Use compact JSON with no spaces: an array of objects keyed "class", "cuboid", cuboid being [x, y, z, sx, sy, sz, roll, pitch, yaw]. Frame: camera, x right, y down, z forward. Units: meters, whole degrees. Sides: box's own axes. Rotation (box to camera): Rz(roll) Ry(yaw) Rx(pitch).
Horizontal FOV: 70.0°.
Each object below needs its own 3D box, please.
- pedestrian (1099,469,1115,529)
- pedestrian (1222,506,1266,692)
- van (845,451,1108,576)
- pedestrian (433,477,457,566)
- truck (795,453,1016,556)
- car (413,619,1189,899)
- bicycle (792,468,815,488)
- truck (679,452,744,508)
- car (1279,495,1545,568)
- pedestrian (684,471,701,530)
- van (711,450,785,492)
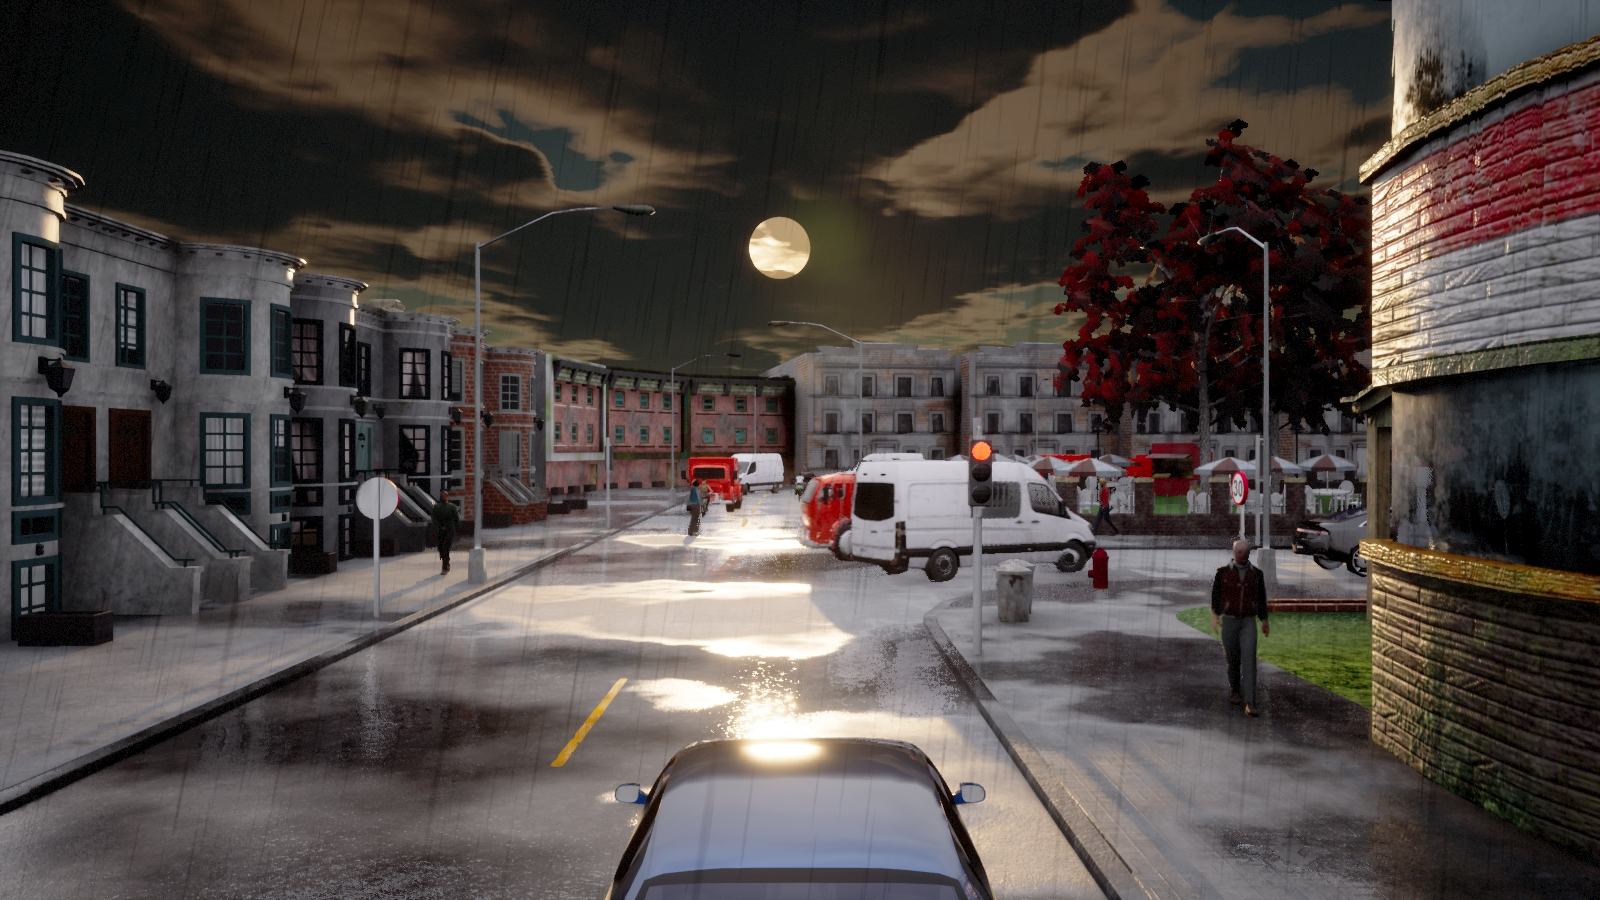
[{"class":"pedestrian","cuboid":[9.451,1.502,35.149,0.375,1.860,0.375,0,0,0]},{"class":"pedestrian","cuboid":[4.574,1.521,11.787,0.375,1.860,0.375,0,0,13]},{"class":"van","cuboid":[4.056,1.304,25.803,5.915,2.561,1.988,0,0,-30]},{"class":"pedestrian","cuboid":[-7.580,1.517,24.394,0.375,1.860,0.375,0,0,3]},{"class":"truck","cuboid":[2.636,1.329,29.540,5.204,2.467,2.627,-1,0,-8]},{"class":"car","cuboid":[-0.001,1.884,5.268,2.033,1.411,5.357,0,0,0]},{"class":"bicycle","cuboid":[0.259,1.909,77.024,1.643,1.296,0.373,0,0,-36]},{"class":"truck","cuboid":[-4.030,1.328,52.854,2.627,2.467,5.204,0,0,0]},{"class":"car","cuboid":[13.778,1.817,25.951,4.902,1.511,2.128,0,0,-1]},{"class":"pedestrian","cuboid":[-3.439,1.615,36.518,0.375,1.860,0.375,0,0,-42]},{"class":"van","cuboid":[-3.214,1.289,72.299,1.988,2.561,5.915,0,0,28]}]
